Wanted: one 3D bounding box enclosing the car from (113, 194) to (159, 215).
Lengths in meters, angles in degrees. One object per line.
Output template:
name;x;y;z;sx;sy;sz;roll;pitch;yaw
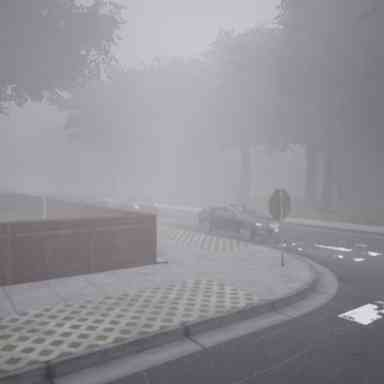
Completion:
car;-4.374;0.946;25.551;2.097;1.767;4.553;-2;2;-35

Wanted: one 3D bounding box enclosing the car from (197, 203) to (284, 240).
car;2.211;1.316;16.236;2.128;1.511;4.902;-2;2;-35

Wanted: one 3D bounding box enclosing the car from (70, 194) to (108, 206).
car;-10.384;0.893;34.071;2.033;1.411;5.357;-2;3;-35

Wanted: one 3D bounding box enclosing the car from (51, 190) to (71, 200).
car;-17.167;0.447;43.762;1.882;1.535;5.008;-2;3;-35
